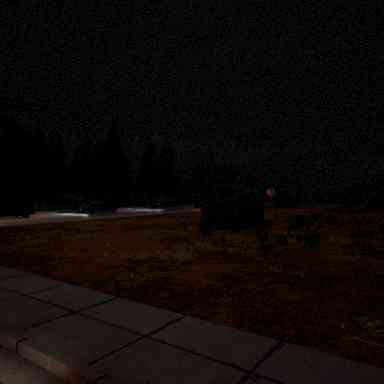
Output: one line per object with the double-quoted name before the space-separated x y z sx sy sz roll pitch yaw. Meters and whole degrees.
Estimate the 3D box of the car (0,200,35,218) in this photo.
"car" -16.146 1.504 28.609 1.882 1.535 5.008 0 0 36

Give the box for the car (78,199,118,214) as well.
"car" -10.224 1.552 36.606 1.812 1.442 4.674 0 0 37

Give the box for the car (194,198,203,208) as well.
"car" 2.226 1.531 47.226 1.837 1.490 4.892 0 0 36

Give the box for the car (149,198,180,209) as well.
"car" -3.692 1.504 45.420 1.882 1.535 5.008 0 0 37
